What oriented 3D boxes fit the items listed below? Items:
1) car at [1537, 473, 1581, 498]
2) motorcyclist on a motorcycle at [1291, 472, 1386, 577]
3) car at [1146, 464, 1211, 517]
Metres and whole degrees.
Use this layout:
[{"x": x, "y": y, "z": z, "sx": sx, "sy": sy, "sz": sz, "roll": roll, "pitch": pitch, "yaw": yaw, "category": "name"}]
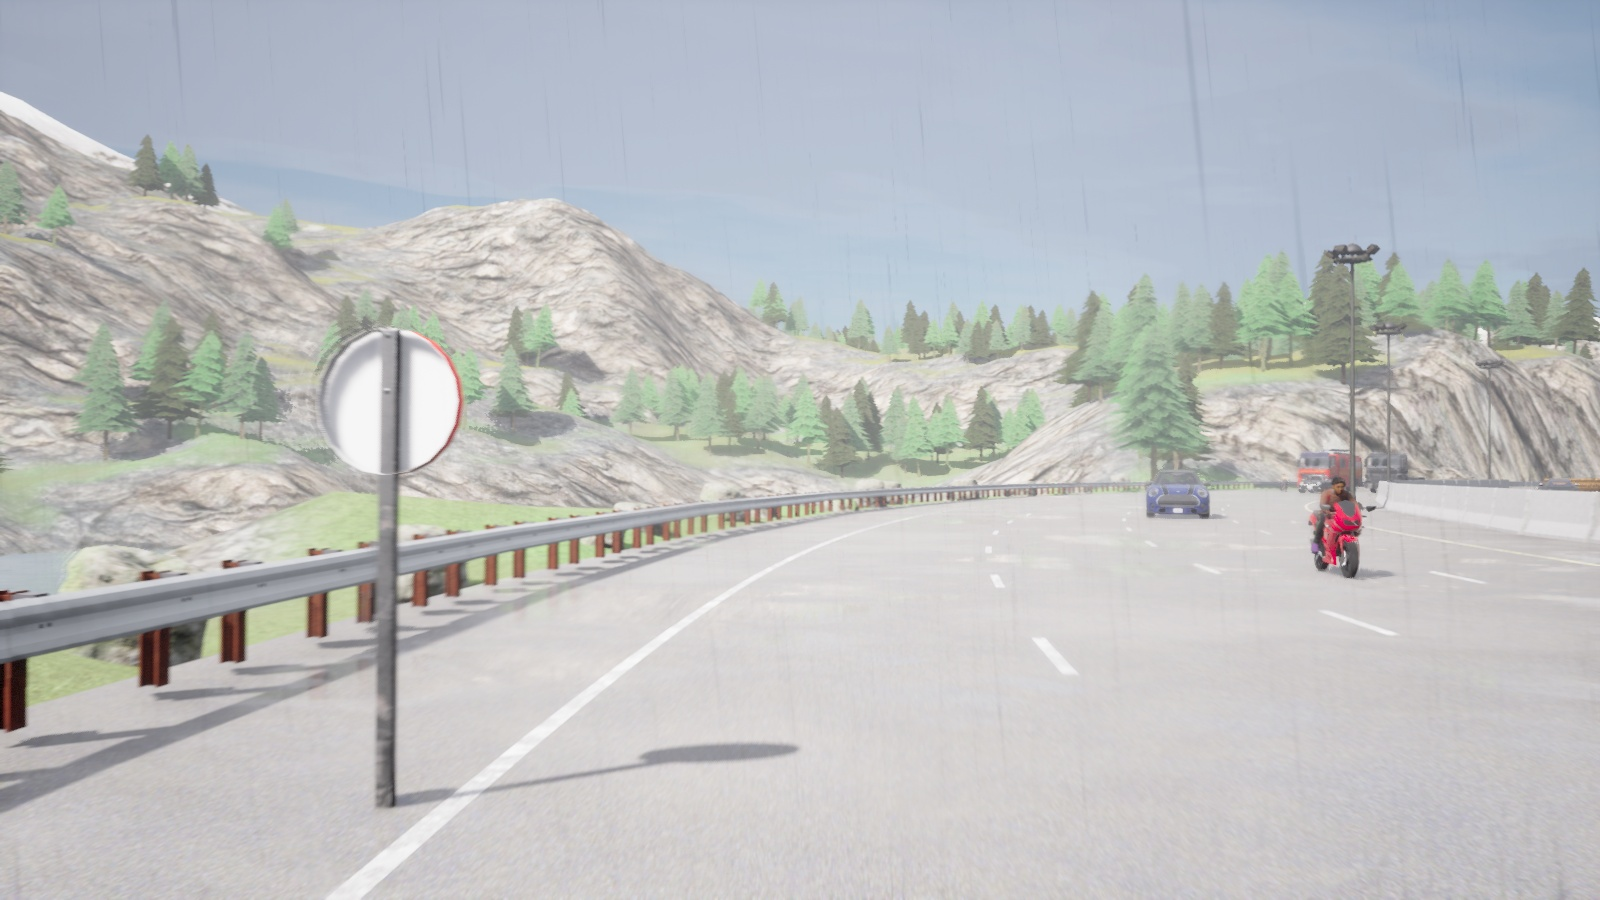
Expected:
[{"x": 43.333, "y": 1.990, "z": 71.748, "sx": 1.994, "sy": 1.385, "sz": 4.181, "roll": -1, "pitch": -1, "yaw": 29, "category": "car"}, {"x": 8.248, "y": 1.103, "z": 19.335, "sx": 0.797, "sy": 1.523, "sz": 2.044, "roll": 1, "pitch": -1, "yaw": 7, "category": "motorcyclist on a motorcycle"}, {"x": 13.326, "y": 1.386, "z": 44.364, "sx": 2.097, "sy": 1.767, "sz": 4.553, "roll": 0, "pitch": -1, "yaw": 16, "category": "car"}]
